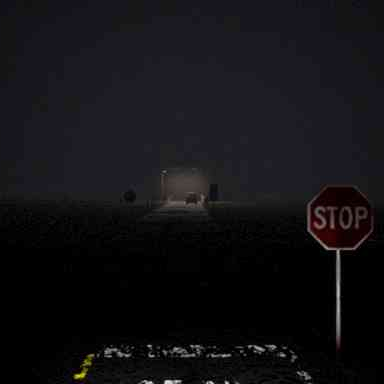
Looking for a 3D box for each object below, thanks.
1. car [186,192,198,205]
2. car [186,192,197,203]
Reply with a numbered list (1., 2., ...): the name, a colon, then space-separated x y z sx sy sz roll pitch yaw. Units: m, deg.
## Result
1. car: -0.041 1.363 60.550 2.097 1.767 4.553 0 0 0
2. car: -0.049 1.121 70.615 2.150 2.045 5.566 0 0 0
